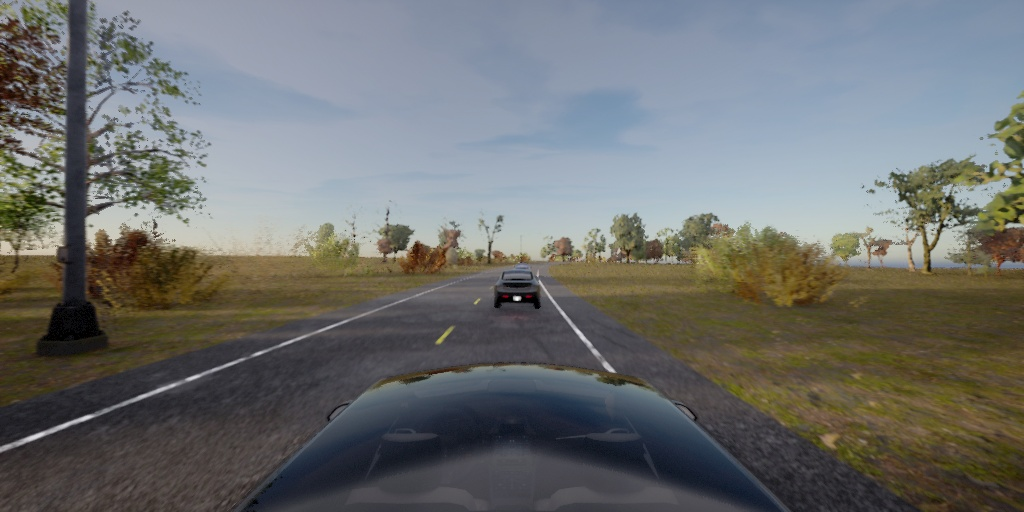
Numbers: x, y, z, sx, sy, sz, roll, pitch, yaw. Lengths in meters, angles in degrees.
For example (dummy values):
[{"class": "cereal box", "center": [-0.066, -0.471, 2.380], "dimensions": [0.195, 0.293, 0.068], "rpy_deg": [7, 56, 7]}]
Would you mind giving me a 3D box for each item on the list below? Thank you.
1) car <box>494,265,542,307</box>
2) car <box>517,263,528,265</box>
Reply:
[{"class": "car", "center": [0.250, 1.346, 15.942], "dimensions": [1.837, 1.490, 4.892], "rpy_deg": [0, 0, 1]}, {"class": "car", "center": [1.103, 1.502, 37.668], "dimensions": [1.812, 1.442, 4.674], "rpy_deg": [0, 0, 3]}]
